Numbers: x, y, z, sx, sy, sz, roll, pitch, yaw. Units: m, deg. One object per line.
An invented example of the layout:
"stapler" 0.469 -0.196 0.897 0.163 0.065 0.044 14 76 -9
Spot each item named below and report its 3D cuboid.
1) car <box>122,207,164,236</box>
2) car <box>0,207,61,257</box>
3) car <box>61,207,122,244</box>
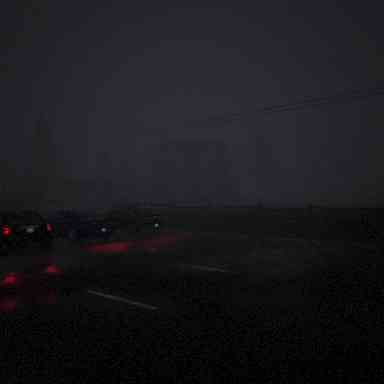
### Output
"car" -3.903 1.626 19.546 4.902 1.511 2.128 -1 0 36
"car" -7.798 1.481 13.724 4.553 1.767 2.097 -1 -1 36
"car" -6.082 1.613 16.803 5.008 1.535 1.882 0 0 36
